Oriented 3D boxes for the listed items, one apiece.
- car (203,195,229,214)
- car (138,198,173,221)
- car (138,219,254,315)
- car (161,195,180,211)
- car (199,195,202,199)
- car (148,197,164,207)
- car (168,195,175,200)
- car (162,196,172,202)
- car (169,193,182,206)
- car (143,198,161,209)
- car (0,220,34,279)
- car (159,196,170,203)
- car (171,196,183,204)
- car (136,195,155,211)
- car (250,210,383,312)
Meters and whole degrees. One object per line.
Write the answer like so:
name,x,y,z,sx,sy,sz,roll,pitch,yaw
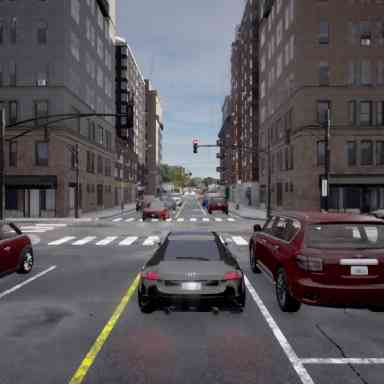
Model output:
car,2.652,1.313,34.673,2.192,1.841,5.009,0,0,0
car,-2.888,1.478,27.112,1.882,1.535,5.008,0,0,0
car,0.014,1.564,7.640,1.994,1.385,4.181,0,0,1
car,-2.895,1.490,40.014,2.128,1.511,4.902,0,0,0
car,2.615,1.312,51.185,2.192,1.841,5.009,0,0,0
car,-5.486,1.548,51.172,2.008,1.369,4.403,0,0,0
car,-5.526,1.575,89.698,1.802,1.307,4.206,0,0,0
car,-5.509,1.539,73.186,1.887,1.381,4.507,0,0,0
car,-2.847,1.220,52.761,2.150,2.045,5.566,0,0,1
car,-5.481,1.563,45.668,1.947,1.339,4.313,0,0,0
car,-5.397,1.440,7.605,1.967,1.590,4.097,0,0,0
car,-5.503,1.540,67.683,1.887,1.381,4.507,0,0,0
car,-2.848,1.560,63.168,1.994,1.385,4.181,0,0,1
car,-5.475,1.313,40.164,2.192,1.841,5.009,0,0,0
car,2.628,1.315,7.617,2.192,1.841,5.009,0,0,0
